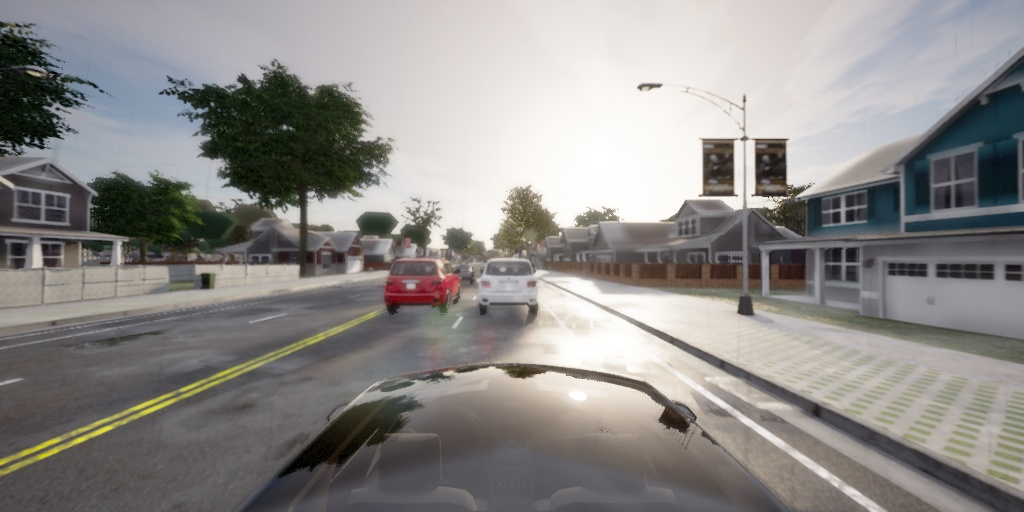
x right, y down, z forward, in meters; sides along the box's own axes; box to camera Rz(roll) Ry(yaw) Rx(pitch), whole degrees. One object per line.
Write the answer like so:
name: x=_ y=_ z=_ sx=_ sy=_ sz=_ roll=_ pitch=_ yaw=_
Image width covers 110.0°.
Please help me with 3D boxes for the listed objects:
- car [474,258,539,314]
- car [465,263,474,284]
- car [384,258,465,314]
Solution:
car: x=-0.160 y=1.109 z=14.661 sx=2.150 sy=2.045 sz=5.566 roll=0 pitch=0 yaw=-1
car: x=-4.073 y=1.541 z=30.540 sx=2.128 sy=1.511 sz=4.902 roll=0 pitch=0 yaw=-2
car: x=-3.409 y=1.108 z=14.574 sx=2.150 sy=2.045 sz=5.566 roll=0 pitch=0 yaw=-1
